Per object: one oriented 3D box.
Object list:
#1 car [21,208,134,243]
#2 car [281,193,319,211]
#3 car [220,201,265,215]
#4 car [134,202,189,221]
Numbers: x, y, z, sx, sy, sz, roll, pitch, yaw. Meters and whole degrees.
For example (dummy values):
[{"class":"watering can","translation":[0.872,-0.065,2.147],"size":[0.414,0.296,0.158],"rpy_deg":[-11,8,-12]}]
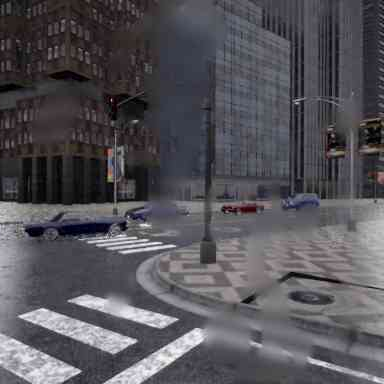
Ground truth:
[{"class":"car","translation":[-5.504,1.558,15.986],"size":[4.718,1.301,1.895],"rpy_deg":[0,0,-33]},{"class":"car","translation":[13.010,1.176,39.682],"size":[5.566,2.045,2.150],"rpy_deg":[0,0,-39]},{"class":"car","translation":[5.044,1.545,33.157],"size":[4.718,1.301,1.895],"rpy_deg":[0,0,-39]},{"class":"car","translation":[-2.744,1.486,26.781],"size":[5.357,1.411,2.033],"rpy_deg":[0,0,-39]}]
